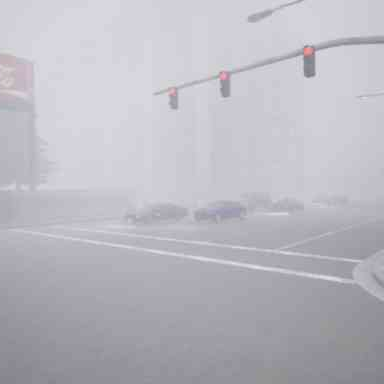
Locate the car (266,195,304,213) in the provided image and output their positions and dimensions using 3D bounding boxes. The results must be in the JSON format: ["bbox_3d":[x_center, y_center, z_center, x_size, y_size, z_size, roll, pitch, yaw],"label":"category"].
[{"bbox_3d":[9.606,1.282,33.278,1.994,1.385,4.181,-1,0,41],"label":"car"}]

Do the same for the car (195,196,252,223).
[{"bbox_3d":[2.164,1.361,24.731,1.882,1.535,5.008,-1,0,41],"label":"car"}]

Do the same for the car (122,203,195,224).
[{"bbox_3d":[-2.514,1.520,24.684,2.033,1.411,5.357,-1,0,41],"label":"car"}]

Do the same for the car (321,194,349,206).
[{"bbox_3d":[19.623,0.987,44.714,2.128,1.511,4.902,-1,0,42],"label":"car"}]

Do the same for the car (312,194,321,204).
[{"bbox_3d":[19.791,1.043,50.180,1.994,1.385,4.181,-1,0,41],"label":"car"}]

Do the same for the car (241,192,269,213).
[{"bbox_3d":[6.289,0.999,34.808,2.150,2.045,5.566,-1,0,41],"label":"car"}]
